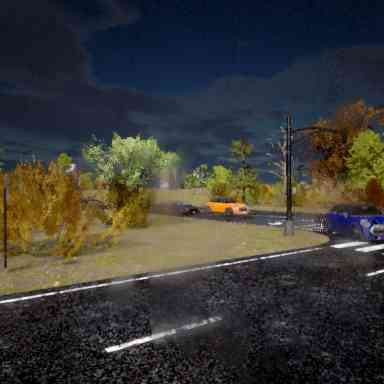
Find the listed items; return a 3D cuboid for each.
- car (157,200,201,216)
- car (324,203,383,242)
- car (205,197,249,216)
[{"bbox_3d":[-1.446,1.550,33.357,2.033,1.411,5.357,0,0,-38],"label":"car"},{"bbox_3d":[8.393,1.378,16.542,2.097,1.767,4.553,0,0,-1],"label":"car"},{"bbox_3d":[3.381,1.338,32.475,2.097,1.767,4.553,0,0,-38],"label":"car"}]
